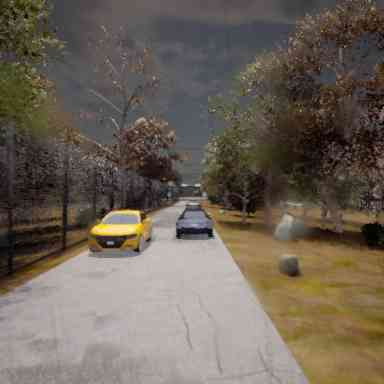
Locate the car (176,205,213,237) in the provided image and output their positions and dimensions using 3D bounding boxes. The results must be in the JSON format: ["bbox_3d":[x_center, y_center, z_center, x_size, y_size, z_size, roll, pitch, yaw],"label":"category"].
[{"bbox_3d":[0.137,1.633,18.649,1.994,1.385,4.181,0,0,0],"label":"car"}]

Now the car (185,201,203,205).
[{"bbox_3d":[0.211,1.708,36.216,1.812,1.442,4.674,0,0,0],"label":"car"}]

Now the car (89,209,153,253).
[{"bbox_3d":[-2.828,1.518,14.060,1.882,1.535,5.008,0,0,0],"label":"car"}]
